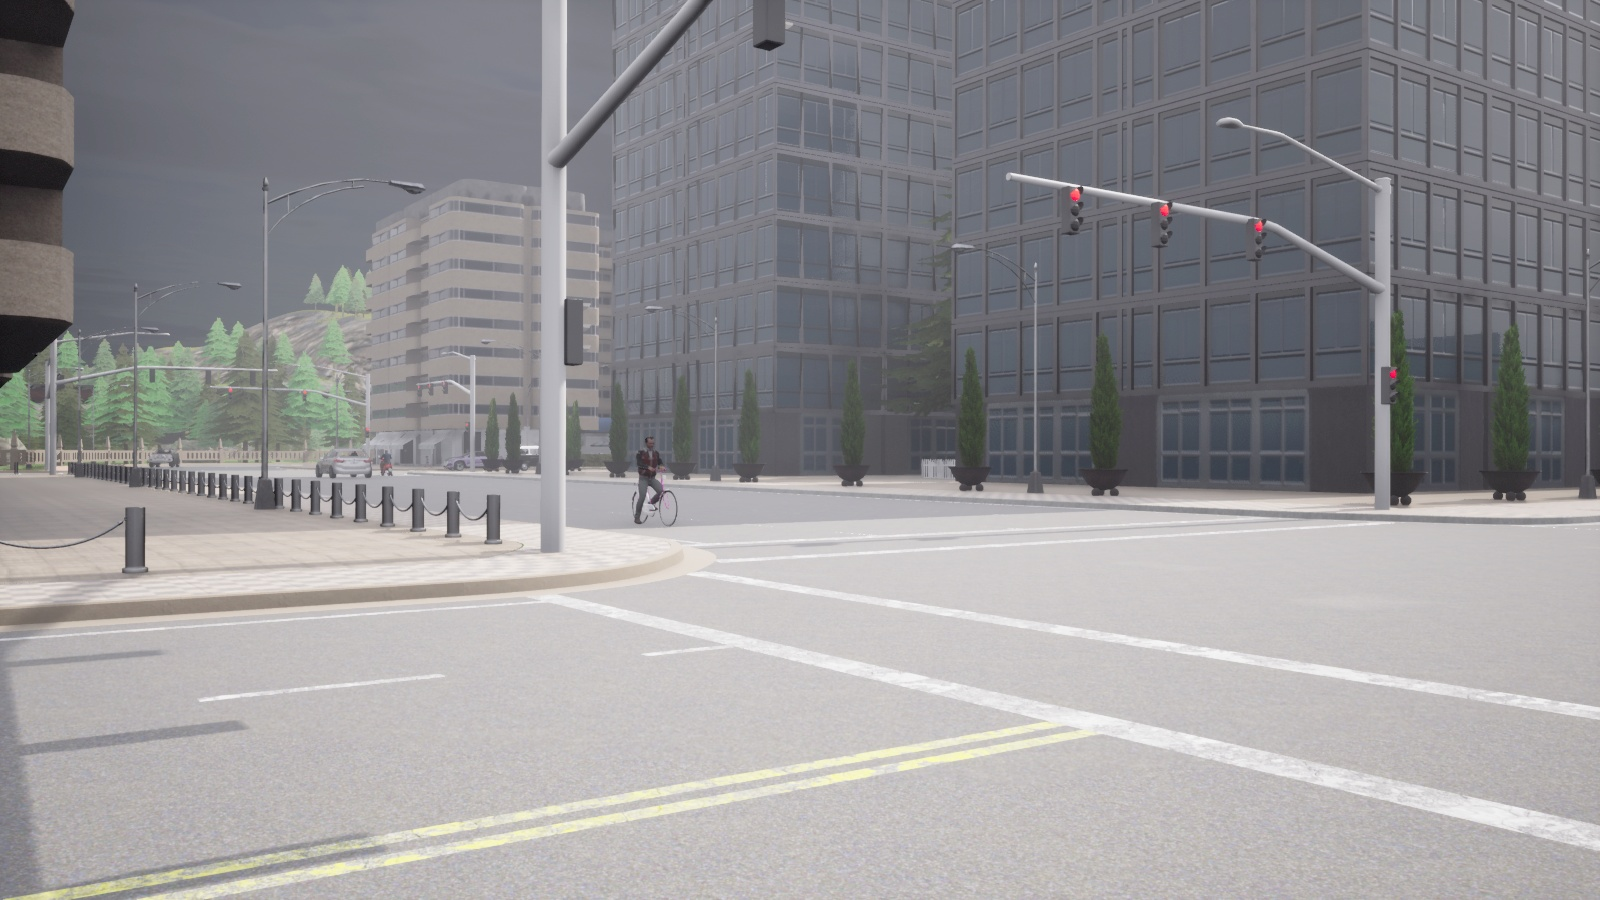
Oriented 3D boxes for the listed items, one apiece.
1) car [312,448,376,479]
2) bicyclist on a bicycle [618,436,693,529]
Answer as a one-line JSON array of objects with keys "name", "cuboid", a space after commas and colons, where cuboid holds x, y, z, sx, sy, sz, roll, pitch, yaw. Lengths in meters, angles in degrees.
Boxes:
[{"name": "car", "cuboid": [-25.523, 0.760, 70.225, 2.242, 1.667, 4.611, 0, 0, -35]}, {"name": "bicyclist on a bicycle", "cuboid": [-2.865, 0.627, 24.769, 0.659, 1.776, 1.843, 0, 0, -35]}]
